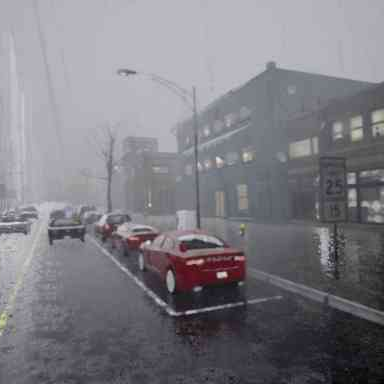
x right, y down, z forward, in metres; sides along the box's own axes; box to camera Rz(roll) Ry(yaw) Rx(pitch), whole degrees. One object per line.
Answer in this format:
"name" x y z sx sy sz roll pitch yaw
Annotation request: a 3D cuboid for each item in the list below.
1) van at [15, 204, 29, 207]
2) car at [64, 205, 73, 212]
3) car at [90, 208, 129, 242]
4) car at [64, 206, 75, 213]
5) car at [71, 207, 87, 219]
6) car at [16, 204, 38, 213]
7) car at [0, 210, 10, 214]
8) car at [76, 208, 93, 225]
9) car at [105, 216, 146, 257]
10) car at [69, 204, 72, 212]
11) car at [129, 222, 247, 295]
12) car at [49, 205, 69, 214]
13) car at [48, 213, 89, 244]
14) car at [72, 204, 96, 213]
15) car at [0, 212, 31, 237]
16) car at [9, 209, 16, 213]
"van" -29.481 3.248 57.002 1.690 1.788 3.998 0 -2 -23
"car" -29.861 3.897 80.245 1.812 1.442 4.674 -1 -1 -23
"car" -4.532 1.927 19.387 1.967 1.590 4.097 0 -2 -23
"car" -26.066 3.650 70.473 1.947 1.339 4.313 0 -2 -23
"car" -15.364 2.829 45.086 1.752 1.417 4.829 0 -2 -23
"car" -19.123 2.542 39.318 2.033 1.411 5.357 -1 -1 -23
"car" -18.710 2.694 31.449 1.802 1.307 4.206 0 -2 -23
"car" -8.837 2.366 29.600 2.008 1.369 4.403 0 -2 -23
"car" -2.376 1.903 14.272 1.802 1.307 4.206 0 -2 -23
"car" -13.147 2.454 39.826 2.192 1.841 5.009 0 -2 -23
"car" -0.224 1.701 9.166 1.887 1.381 4.507 0 -2 -23
"car" -16.805 2.781 41.757 1.837 1.490 4.892 -1 -1 -23
"car" -7.423 2.168 19.565 1.895 1.301 4.718 -1 -1 -23
"car" -10.993 2.293 34.715 2.192 1.841 5.009 0 -2 -23
"car" -12.812 2.406 24.116 1.895 1.301 4.718 -1 -1 -23
"car" -20.863 2.856 36.560 1.802 1.307 4.206 0 -2 -23
